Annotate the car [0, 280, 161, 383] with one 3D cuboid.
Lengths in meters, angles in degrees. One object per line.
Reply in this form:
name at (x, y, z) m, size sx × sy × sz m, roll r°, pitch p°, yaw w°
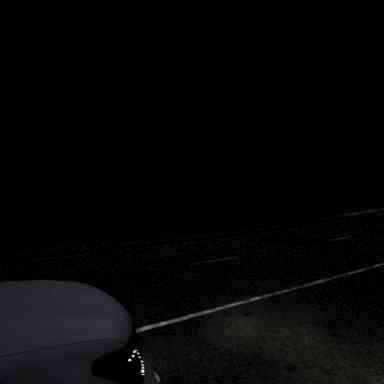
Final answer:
car at (-2.885, 1.223, 1.689) m, size 5.566 × 2.045 × 2.150 m, roll 0°, pitch 0°, yaw -35°
